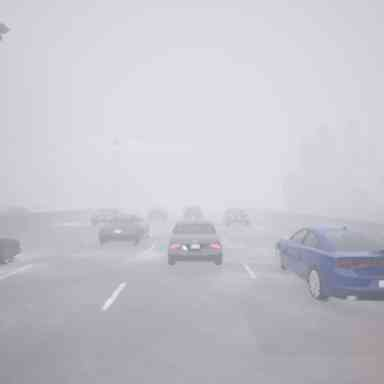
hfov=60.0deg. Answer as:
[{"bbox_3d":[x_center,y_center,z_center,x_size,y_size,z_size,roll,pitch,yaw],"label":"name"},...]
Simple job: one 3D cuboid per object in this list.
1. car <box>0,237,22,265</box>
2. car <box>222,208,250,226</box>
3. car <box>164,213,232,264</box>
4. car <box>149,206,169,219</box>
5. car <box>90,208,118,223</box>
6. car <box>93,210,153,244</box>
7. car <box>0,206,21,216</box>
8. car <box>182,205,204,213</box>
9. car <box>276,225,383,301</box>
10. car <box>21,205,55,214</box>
[{"bbox_3d":[-6.904,1.673,9.261,2.033,1.411,5.357,0,-1,0],"label":"car"},{"bbox_3d":[3.590,2.025,27.798,2.033,1.411,5.357,0,-1,0],"label":"car"},{"bbox_3d":[0.095,1.724,12.467,2.033,1.411,5.357,0,-1,0],"label":"car"},{"bbox_3d":[-3.411,2.147,33.861,1.812,1.442,4.674,0,-1,0],"label":"car"},{"bbox_3d":[-6.910,2.024,27.782,2.033,1.411,5.357,0,-1,0],"label":"car"},{"bbox_3d":[-3.407,1.825,17.320,1.994,1.385,4.181,0,-1,0],"label":"car"},{"bbox_3d":[-21.106,2.306,39.136,2.033,1.411,5.357,0,-2,0],"label":"car"},{"bbox_3d":[0.088,2.103,32.917,1.837,1.490,4.892,0,-1,0],"label":"car"},{"bbox_3d":[3.595,1.595,8.651,1.882,1.535,5.008,0,-1,0],"label":"car"},{"bbox_3d":[-17.604,2.277,38.889,1.812,1.442,4.674,0,-2,0],"label":"car"}]
